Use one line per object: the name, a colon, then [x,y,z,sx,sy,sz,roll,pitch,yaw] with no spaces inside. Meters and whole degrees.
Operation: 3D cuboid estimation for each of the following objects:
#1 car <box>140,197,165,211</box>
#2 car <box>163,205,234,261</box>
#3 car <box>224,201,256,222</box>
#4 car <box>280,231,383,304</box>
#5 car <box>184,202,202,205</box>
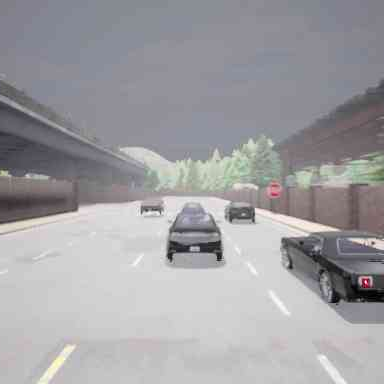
car: [-3.521,1.133,30.292,1.882,1.535,5.008,0,0,0]
car: [0.087,1.465,12.240,2.128,1.511,4.902,0,0,0]
car: [3.583,1.425,25.420,1.882,1.535,5.008,0,0,0]
car: [3.593,1.584,8.031,1.895,1.301,4.718,0,0,0]
car: [0.069,1.495,25.405,2.033,1.411,5.357,0,0,0]
